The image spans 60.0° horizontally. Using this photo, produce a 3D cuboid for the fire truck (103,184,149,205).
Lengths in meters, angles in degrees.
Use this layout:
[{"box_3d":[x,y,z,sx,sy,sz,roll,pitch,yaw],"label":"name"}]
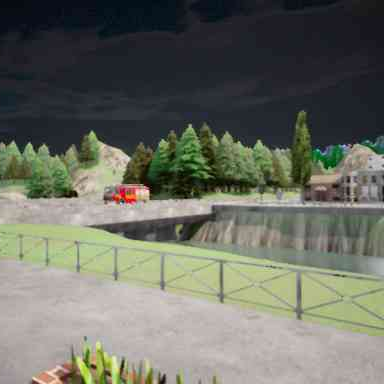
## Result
[{"box_3d":[-11.232,0.635,57.467,2.891,3.827,8.468,-1,0,36],"label":"fire truck"}]
